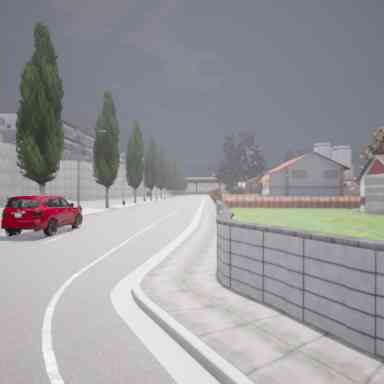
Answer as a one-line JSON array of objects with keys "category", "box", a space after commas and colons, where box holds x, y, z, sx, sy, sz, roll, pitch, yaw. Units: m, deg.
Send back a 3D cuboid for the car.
[{"category": "car", "box": [-8.004, 1.208, 18.294, 2.150, 2.045, 5.566, 0, 0, 3]}]
